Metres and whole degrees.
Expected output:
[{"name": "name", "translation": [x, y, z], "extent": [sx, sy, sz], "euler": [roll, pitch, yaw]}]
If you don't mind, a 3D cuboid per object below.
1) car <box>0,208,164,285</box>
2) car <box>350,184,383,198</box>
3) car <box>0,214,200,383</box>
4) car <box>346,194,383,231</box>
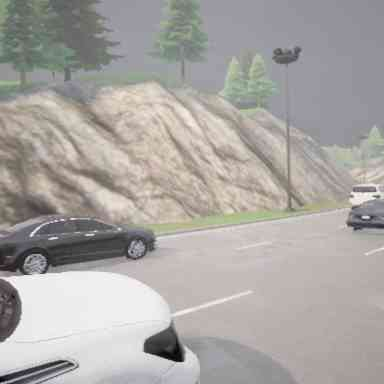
[{"name": "car", "translation": [-3.414, 1.416, 9.992], "extent": [4.892, 1.490, 1.837], "euler": [-2, 2, -37]}, {"name": "car", "translation": [13.887, 0.423, 25.577], "extent": [2.150, 2.045, 5.566], "euler": [0, 2, 42]}, {"name": "car", "translation": [-2.593, 1.256, 1.908], "extent": [5.566, 2.045, 2.150], "euler": [-2, 1, -36]}, {"name": "car", "translation": [9.152, 1.043, 15.747], "extent": [5.357, 1.411, 2.033], "euler": [-2, 1, -43]}]
